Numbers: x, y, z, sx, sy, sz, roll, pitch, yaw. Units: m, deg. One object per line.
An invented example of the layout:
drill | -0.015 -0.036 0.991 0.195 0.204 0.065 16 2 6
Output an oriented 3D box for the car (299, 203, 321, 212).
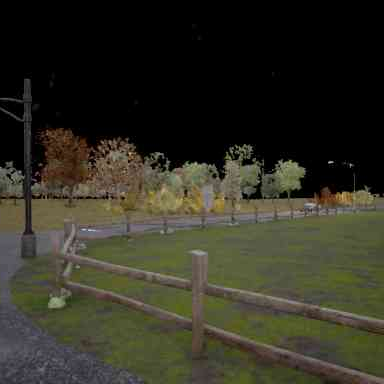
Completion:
car | 18.924 2.449 52.945 2.033 1.411 5.357 -1 -2 40
